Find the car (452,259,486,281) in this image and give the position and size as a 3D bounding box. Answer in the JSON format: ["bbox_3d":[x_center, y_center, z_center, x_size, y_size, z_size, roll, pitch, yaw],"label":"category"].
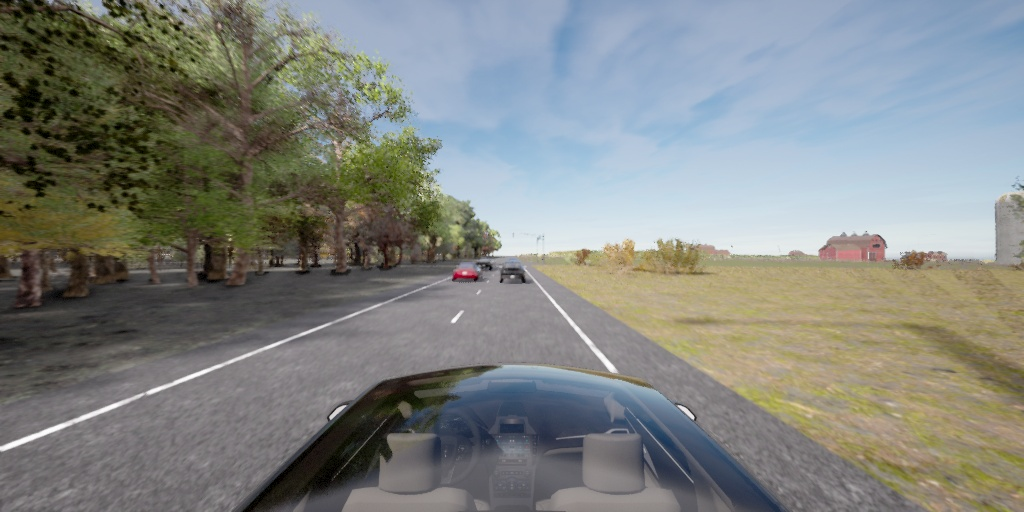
[{"bbox_3d":[-3.442,1.183,28.262,1.994,1.385,4.181,0,0,0],"label":"car"}]

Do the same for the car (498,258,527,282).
[{"bbox_3d":[0.050,1.131,26.985,1.837,1.490,4.892,0,1,0],"label":"car"}]

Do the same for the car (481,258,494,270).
[{"bbox_3d":[-3.418,1.000,46.180,1.882,1.535,5.008,0,0,0],"label":"car"}]
